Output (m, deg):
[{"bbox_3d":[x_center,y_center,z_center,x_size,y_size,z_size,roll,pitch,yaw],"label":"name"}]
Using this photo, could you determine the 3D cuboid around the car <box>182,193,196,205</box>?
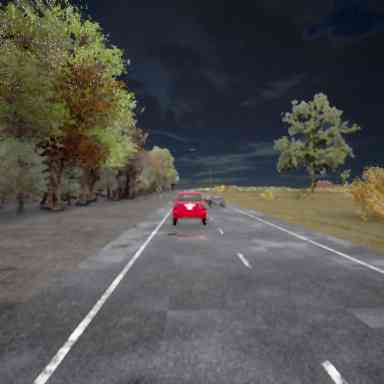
[{"bbox_3d":[-0.496,1.031,47.829,1.882,1.535,5.008,0,1,-1],"label":"car"}]

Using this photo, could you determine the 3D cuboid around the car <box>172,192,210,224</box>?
[{"bbox_3d":[-0.171,1.014,22.759,2.150,2.045,5.566,0,1,-1],"label":"car"}]

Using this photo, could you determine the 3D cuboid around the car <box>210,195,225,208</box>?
[{"bbox_3d":[2.993,1.104,41.042,2.128,1.511,4.902,0,1,-1],"label":"car"}]

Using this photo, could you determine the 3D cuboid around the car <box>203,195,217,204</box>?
[{"bbox_3d":[2.852,1.103,52.642,1.895,1.301,4.718,0,1,0],"label":"car"}]
